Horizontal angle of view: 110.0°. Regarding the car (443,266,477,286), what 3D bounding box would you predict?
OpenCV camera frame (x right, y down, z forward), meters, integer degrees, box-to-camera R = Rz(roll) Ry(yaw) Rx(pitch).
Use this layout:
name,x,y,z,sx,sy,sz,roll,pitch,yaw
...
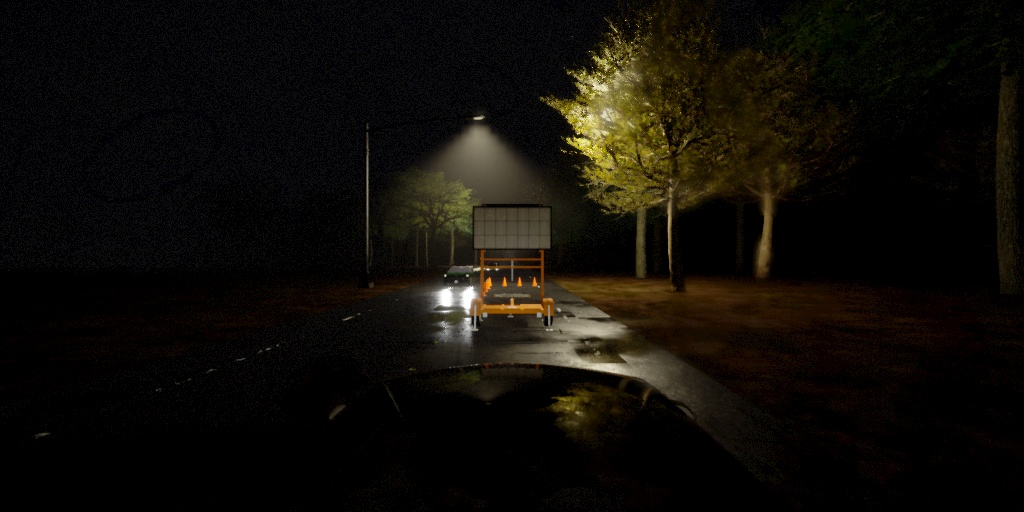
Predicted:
name,x,y,z,sx,sy,sz,roll,pitch,yaw
car,-3.599,1.368,25.351,1.895,1.301,4.718,0,0,0

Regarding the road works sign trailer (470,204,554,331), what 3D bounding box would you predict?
name,x,y,z,sx,sy,sz,roll,pitch,yaw
road works sign trailer,0.009,0.218,11.000,2.380,3.560,2.880,0,0,0
